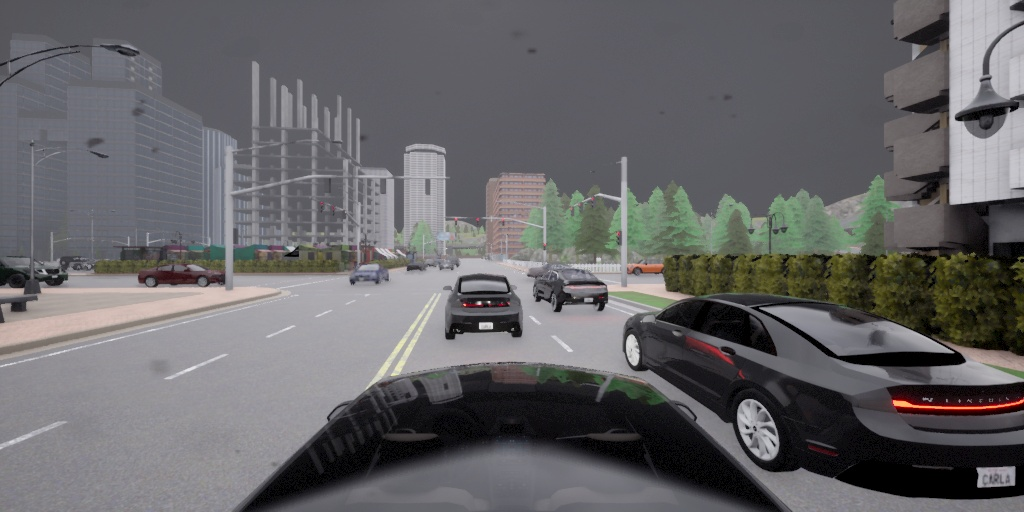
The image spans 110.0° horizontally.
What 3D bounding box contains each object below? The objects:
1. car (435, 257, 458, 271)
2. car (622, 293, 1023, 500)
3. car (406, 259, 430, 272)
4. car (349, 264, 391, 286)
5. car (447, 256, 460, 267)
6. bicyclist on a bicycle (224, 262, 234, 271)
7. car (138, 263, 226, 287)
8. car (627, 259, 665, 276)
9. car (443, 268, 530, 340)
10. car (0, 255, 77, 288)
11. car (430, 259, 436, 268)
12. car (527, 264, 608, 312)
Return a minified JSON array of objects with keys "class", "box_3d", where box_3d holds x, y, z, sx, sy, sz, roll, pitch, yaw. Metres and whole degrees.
[{"class":"car","box_3d":[-9.090,1.240,50.069,2.128,1.511,4.902,0,0,-7]},{"class":"car","box_3d":[3.110,1.255,4.857,1.837,1.490,4.892,0,0,-4]},{"class":"car","box_3d":[-12.223,1.349,46.081,1.895,1.301,4.718,0,0,-4]},{"class":"car","box_3d":[-10.124,1.275,25.822,1.812,1.442,4.674,0,0,-6]},{"class":"car","box_3d":[-10.543,0.971,63.101,2.150,2.045,5.566,0,0,-6]},{"class":"bicyclist on a bicycle","box_3d":[-29.539,1.010,37.401,0.582,1.620,1.656,0,5,-5]},{"class":"car","box_3d":[-21.414,1.227,23.633,5.008,1.535,1.882,0,0,-5]},{"class":"car","box_3d":[14.035,1.101,37.519,4.553,1.767,2.097,0,0,-5]},{"class":"car","box_3d":[-0.863,1.255,10.100,1.837,1.490,4.892,0,0,-7]},{"class":"car","box_3d":[-31.989,0.971,22.698,5.566,2.045,2.150,0,0,-5]},{"class":"car","box_3d":[-13.690,1.254,59.672,1.837,1.490,4.892,0,0,-6]},{"class":"car","box_3d":[2.132,1.241,14.218,2.128,1.511,4.902,0,0,-9]}]
